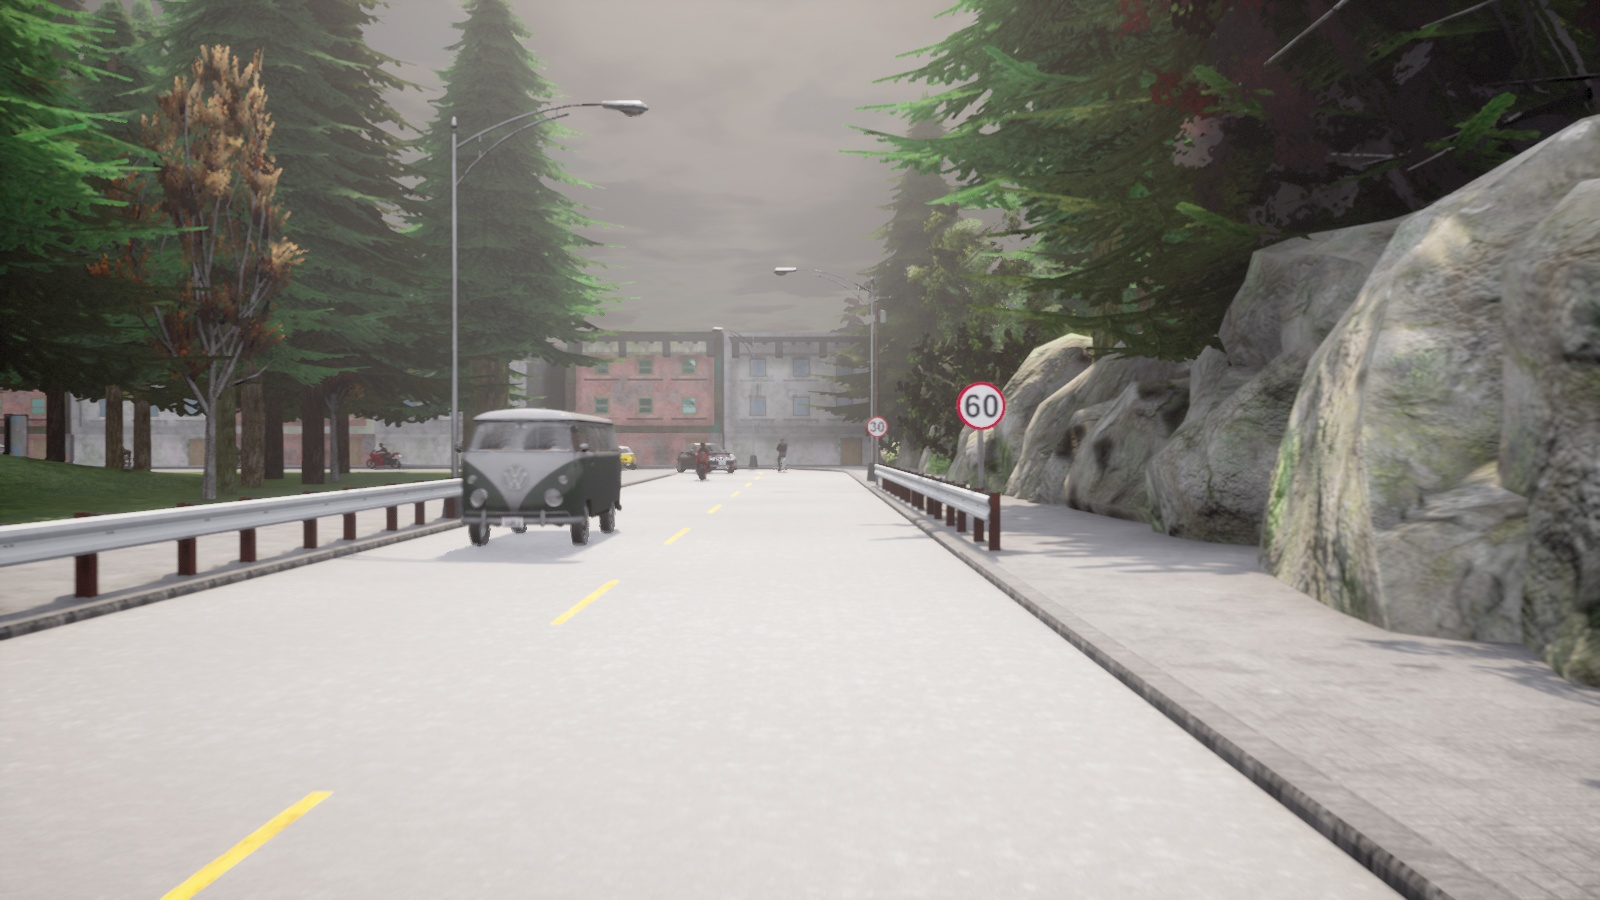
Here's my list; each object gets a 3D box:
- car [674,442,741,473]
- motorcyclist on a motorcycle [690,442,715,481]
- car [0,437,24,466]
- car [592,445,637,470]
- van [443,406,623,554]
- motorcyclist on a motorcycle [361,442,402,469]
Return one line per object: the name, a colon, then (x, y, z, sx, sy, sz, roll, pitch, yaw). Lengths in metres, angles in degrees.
car: (-4.583, 0.360, 61.927, 1.970, 1.475, 3.806, 0, 0, -27)
motorcyclist on a motorcycle: (-3.842, 0.446, 49.540, 0.797, 1.523, 2.044, 0, 0, 0)
car: (-47.440, 0.083, 71.674, 5.027, 1.651, 2.152, 0, 0, 0)
car: (-10.488, 0.393, 71.085, 2.207, 1.376, 1.481, 0, 0, 9)
van: (-3.893, 0.389, 19.070, 1.775, 1.987, 4.442, 0, 0, 0)
motorcyclist on a motorcycle: (-23.830, 0.306, 71.503, 2.044, 1.523, 0.797, 0, 0, 0)
